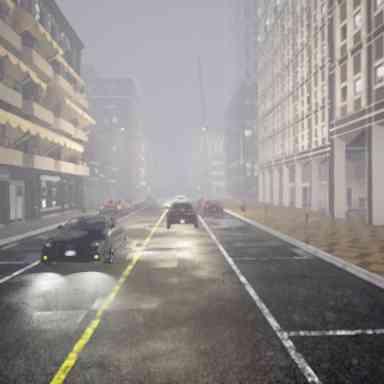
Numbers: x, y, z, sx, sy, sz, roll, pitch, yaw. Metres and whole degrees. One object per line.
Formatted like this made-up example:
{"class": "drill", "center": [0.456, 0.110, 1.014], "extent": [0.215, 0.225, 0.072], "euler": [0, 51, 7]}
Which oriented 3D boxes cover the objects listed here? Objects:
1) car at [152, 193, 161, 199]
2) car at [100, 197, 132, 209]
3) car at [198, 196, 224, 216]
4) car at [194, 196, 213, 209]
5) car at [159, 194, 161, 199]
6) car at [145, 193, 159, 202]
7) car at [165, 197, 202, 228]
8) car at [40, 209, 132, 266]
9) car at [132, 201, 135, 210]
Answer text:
{"class": "car", "center": [-8.587, 0.970, 81.144], "extent": [1.802, 1.307, 4.206], "euler": [-1, 0, -2]}
{"class": "car", "center": [-6.669, 1.248, 28.723], "extent": [1.967, 1.590, 4.097], "euler": [-1, 1, -2]}
{"class": "car", "center": [1.706, 1.271, 29.022], "extent": [1.887, 1.381, 4.507], "euler": [-1, 1, -2]}
{"class": "car", "center": [1.303, 1.183, 40.312], "extent": [2.008, 1.369, 4.403], "euler": [-1, 0, -2]}
{"class": "car", "center": [-8.077, 1.039, 68.237], "extent": [2.008, 1.369, 4.403], "euler": [-1, 0, -2]}
{"class": "car", "center": [-7.877, 1.084, 62.593], "extent": [2.008, 1.369, 4.403], "euler": [-1, 0, -2]}
{"class": "car", "center": [-0.603, 1.327, 20.741], "extent": [1.837, 1.490, 4.892], "euler": [-1, 1, -2]}
{"class": "car", "center": [-3.446, 1.495, 11.255], "extent": [1.994, 1.385, 4.181], "euler": [-1, 1, -2]}
{"class": "car", "center": [-6.869, 1.343, 34.369], "extent": [1.802, 1.307, 4.206], "euler": [-1, 1, -2]}
